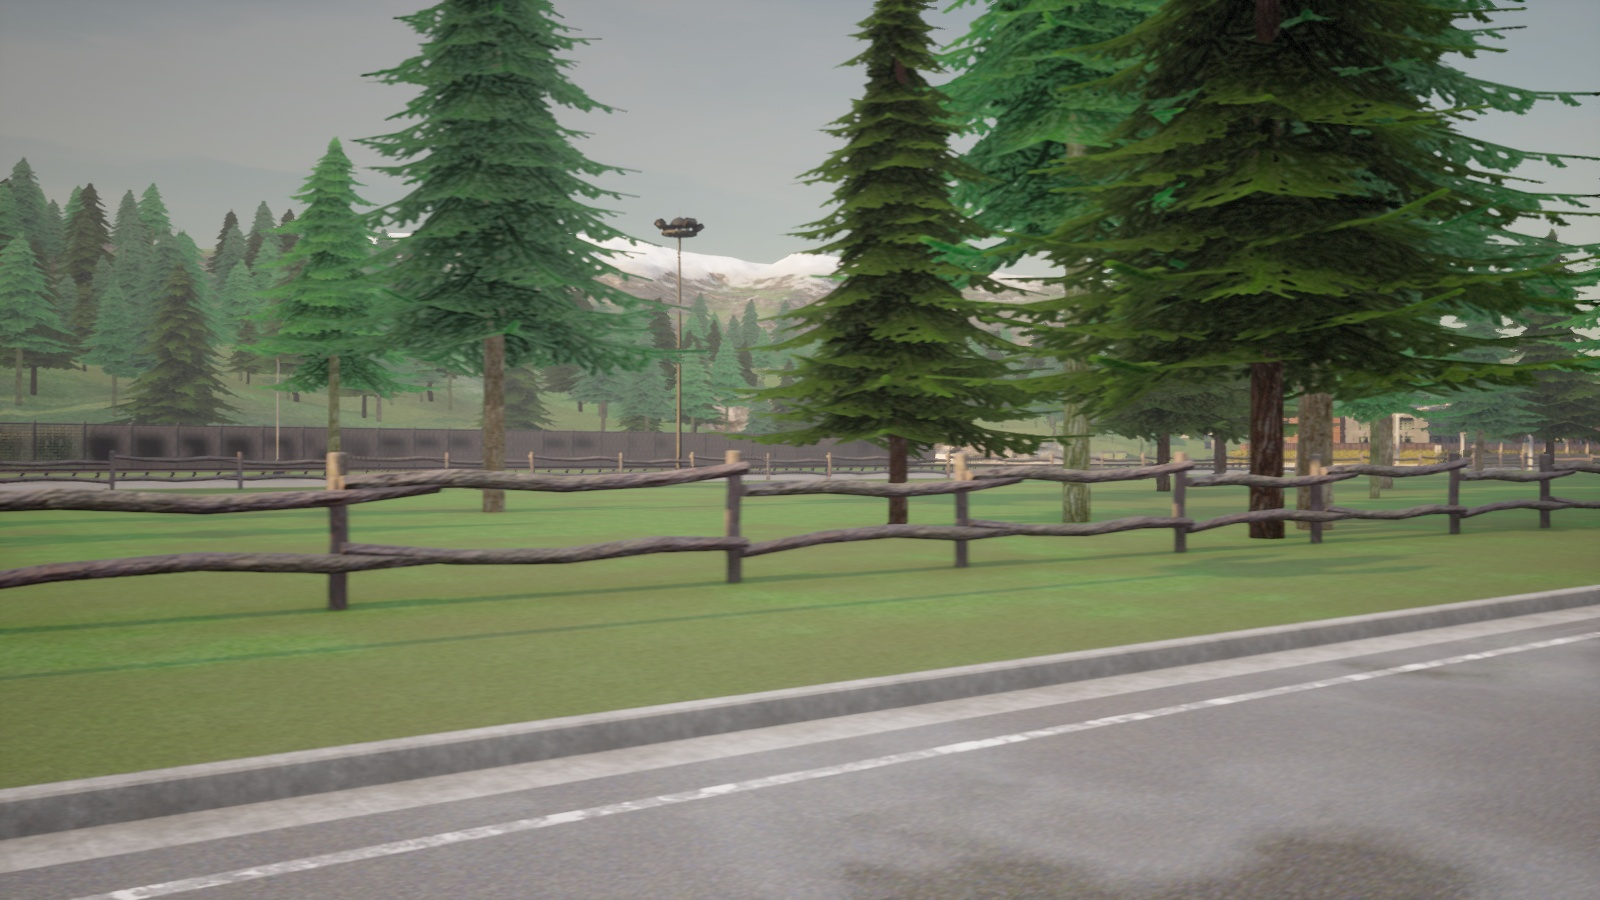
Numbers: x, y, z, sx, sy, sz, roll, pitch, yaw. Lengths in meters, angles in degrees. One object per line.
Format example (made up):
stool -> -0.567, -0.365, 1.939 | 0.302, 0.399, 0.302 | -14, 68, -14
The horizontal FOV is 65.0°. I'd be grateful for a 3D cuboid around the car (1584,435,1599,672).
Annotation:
car -> 7.972, 0.685, 9.208 | 5.366, 1.575, 1.801 | 0, 0, -35
